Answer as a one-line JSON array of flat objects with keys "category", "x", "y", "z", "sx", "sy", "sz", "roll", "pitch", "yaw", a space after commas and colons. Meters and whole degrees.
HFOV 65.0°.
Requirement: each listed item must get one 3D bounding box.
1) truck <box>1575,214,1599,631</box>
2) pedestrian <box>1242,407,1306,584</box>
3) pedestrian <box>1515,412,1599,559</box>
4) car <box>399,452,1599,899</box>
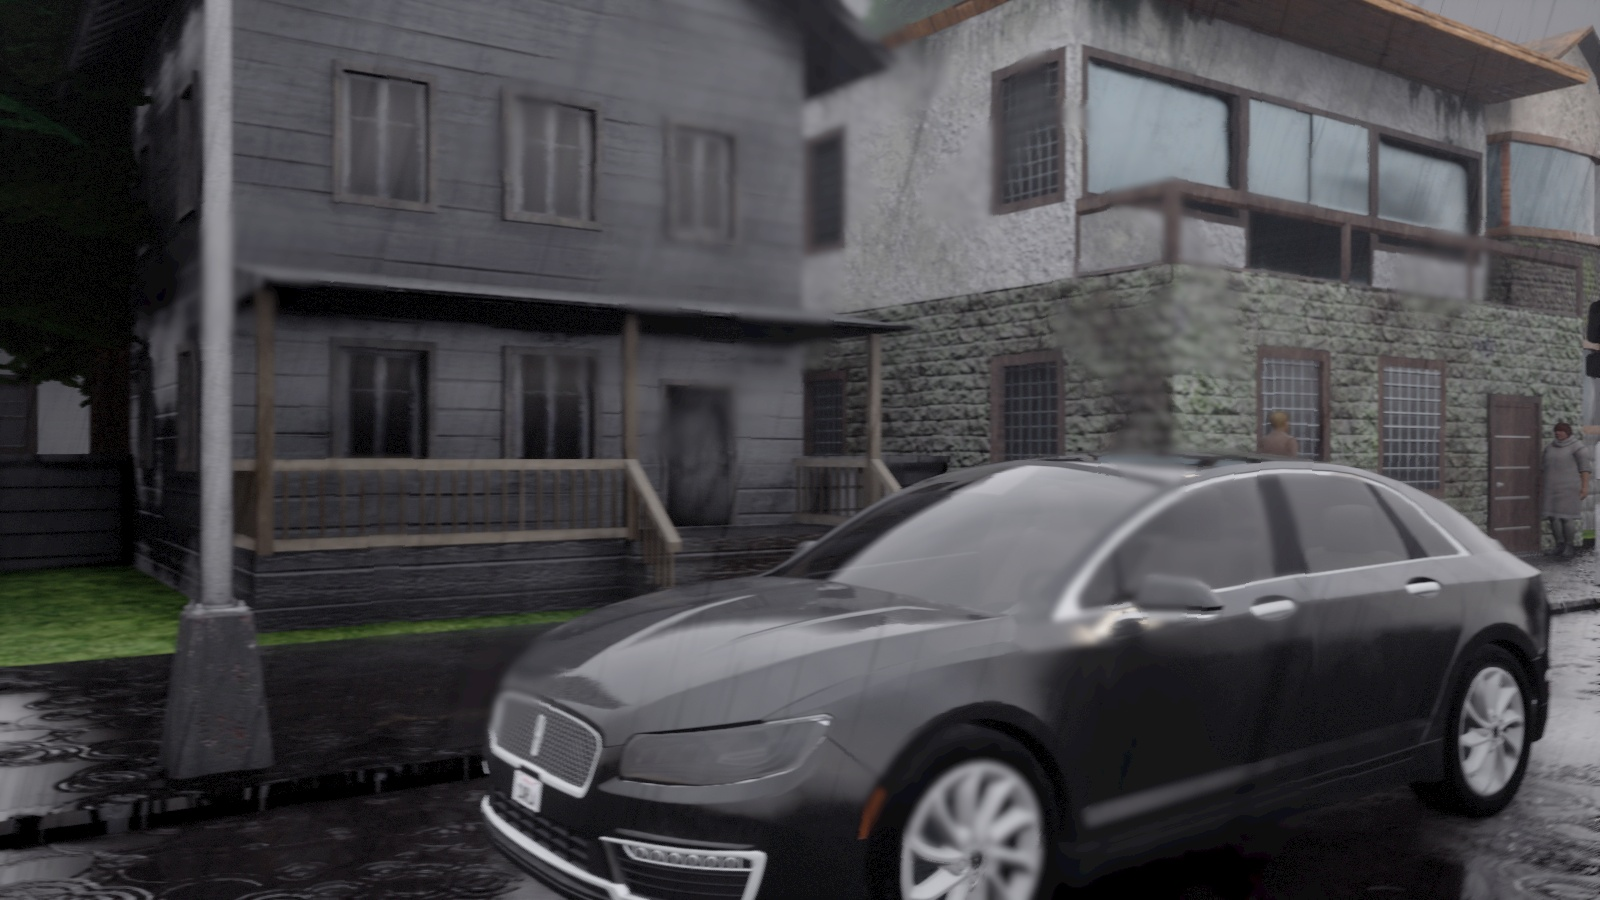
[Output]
[{"category": "truck", "x": 10.622, "y": -0.231, "z": 11.659, "sx": 7.936, "sy": 3.462, "sz": 2.891, "roll": 0, "pitch": 0, "yaw": -35}, {"category": "pedestrian", "x": 5.072, "y": 0.477, "z": 13.431, "sx": 0.634, "sy": 1.846, "sz": 0.331, "roll": 0, "pitch": 0, "yaw": -33}, {"category": "pedestrian", "x": 10.374, "y": 0.475, "z": 17.130, "sx": 0.873, "sy": 1.952, "sz": 0.659, "roll": 0, "pitch": 0, "yaw": -22}, {"category": "car", "x": 1.125, "y": 0.760, "z": 5.052, "sx": 4.892, "sy": 1.490, "sz": 1.837, "roll": 0, "pitch": 0, "yaw": -35}]
